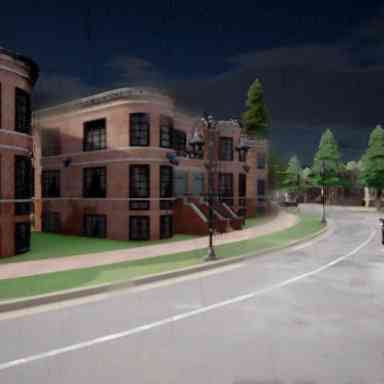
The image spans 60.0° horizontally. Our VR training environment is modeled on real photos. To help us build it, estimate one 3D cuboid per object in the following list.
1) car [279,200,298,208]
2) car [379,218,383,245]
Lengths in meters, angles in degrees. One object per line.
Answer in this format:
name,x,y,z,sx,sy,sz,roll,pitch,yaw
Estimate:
car,16.575,2.051,56.971,1.895,1.301,4.718,0,0,-4
car,10.035,1.608,15.659,2.128,1.511,4.902,0,0,31
